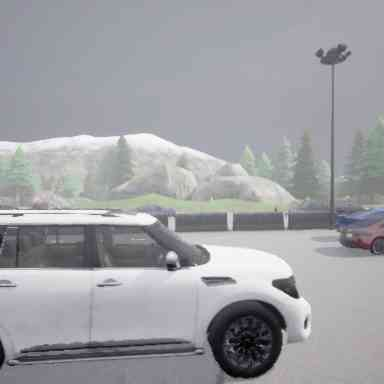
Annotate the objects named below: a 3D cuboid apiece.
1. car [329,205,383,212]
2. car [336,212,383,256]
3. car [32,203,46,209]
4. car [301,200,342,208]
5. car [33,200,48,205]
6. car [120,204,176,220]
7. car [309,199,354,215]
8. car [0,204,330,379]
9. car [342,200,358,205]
[{"bbox_3d":[9.989,1.610,17.101,5.008,1.535,1.882,0,-1,-8],"label":"car"},{"bbox_3d":[8.114,1.658,13.284,4.181,1.385,1.994,0,-1,-8],"label":"car"},{"bbox_3d":[-35.897,3.317,77.922,1.812,1.442,4.674,1,-4,-10],"label":"car"},{"bbox_3d":[11.265,1.651,31.643,4.553,1.767,2.097,0,-1,-8],"label":"car"},{"bbox_3d":[-26.632,2.196,58.515,1.812,1.442,4.674,1,-3,-38],"label":"car"},{"bbox_3d":[-4.334,1.939,32.861,5.357,1.411,2.033,0,-1,-8],"label":"car"},{"bbox_3d":[16.525,1.722,39.497,4.553,1.767,2.097,0,-1,-8],"label":"car"},{"bbox_3d":[-1.203,1.275,4.831,5.566,2.045,2.150,0,-1,-8],"label":"car"},{"bbox_3d":[16.006,1.825,35.882,4.902,1.511,2.128,0,-1,-8],"label":"car"}]
